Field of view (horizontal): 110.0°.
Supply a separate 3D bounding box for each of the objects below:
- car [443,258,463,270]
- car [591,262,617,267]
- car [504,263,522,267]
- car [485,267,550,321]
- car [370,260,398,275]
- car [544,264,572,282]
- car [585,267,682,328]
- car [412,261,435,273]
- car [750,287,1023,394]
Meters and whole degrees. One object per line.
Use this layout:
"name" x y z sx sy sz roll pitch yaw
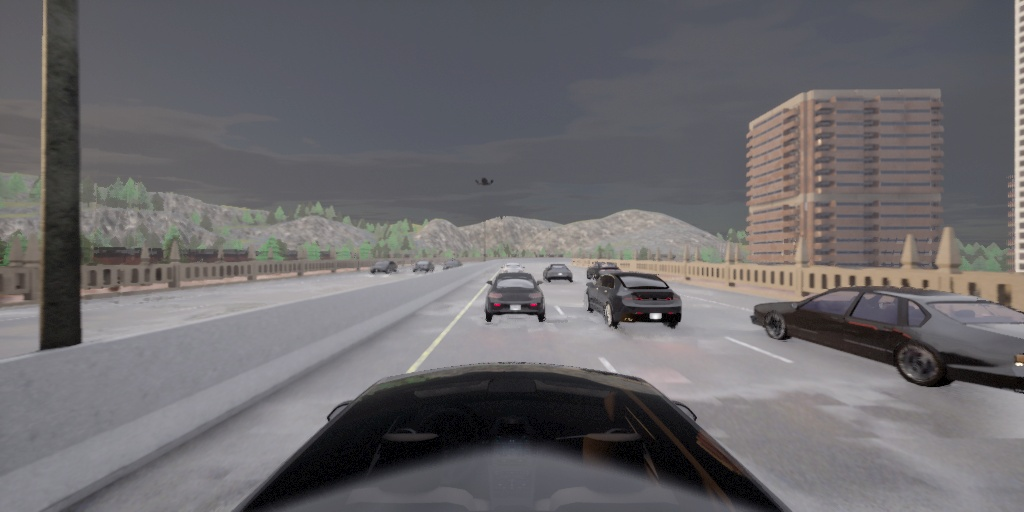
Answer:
"car" -7.097 1.260 43.558 1.837 1.490 4.892 0 0 0
"car" 7.093 1.246 28.041 2.128 1.511 4.902 0 0 0
"car" 0.080 1.280 29.206 1.812 1.442 4.674 0 0 0
"car" 0.097 1.277 12.368 1.812 1.442 4.674 0 0 0
"car" -14.098 1.259 39.764 1.837 1.490 4.892 0 0 0
"car" 3.594 1.318 28.697 1.994 1.385 4.181 0 0 0
"car" 3.598 1.257 11.402 1.837 1.490 4.892 0 0 0
"car" -10.597 1.281 43.324 1.812 1.442 4.674 0 0 0
"car" 7.099 1.299 6.824 2.033 1.411 5.357 0 0 0
